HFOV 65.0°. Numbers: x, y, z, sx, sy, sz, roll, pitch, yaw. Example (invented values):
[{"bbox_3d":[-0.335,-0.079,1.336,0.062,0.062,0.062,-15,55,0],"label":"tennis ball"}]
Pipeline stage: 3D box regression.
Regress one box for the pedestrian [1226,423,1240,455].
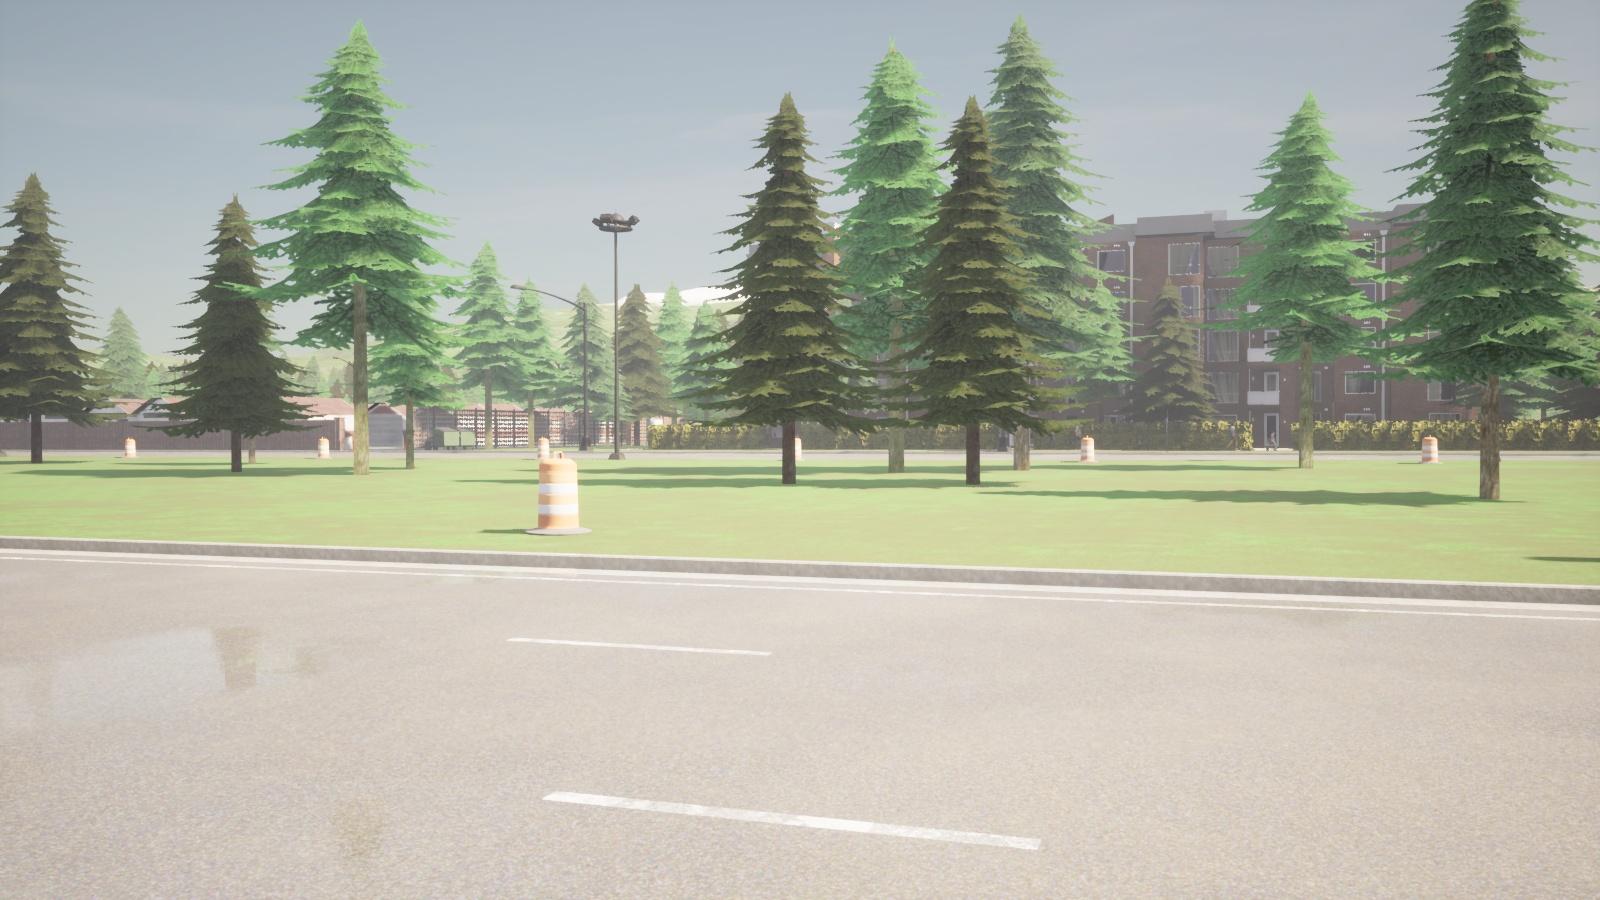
[{"bbox_3d":[26.874,-0.692,77.981,0.788,1.949,0.423,1,1,19],"label":"pedestrian"}]
